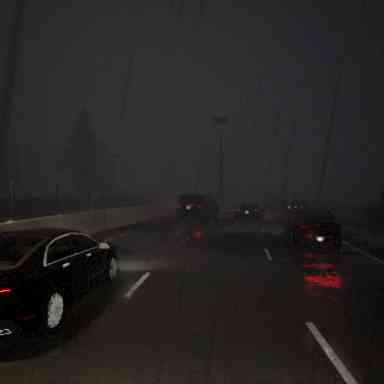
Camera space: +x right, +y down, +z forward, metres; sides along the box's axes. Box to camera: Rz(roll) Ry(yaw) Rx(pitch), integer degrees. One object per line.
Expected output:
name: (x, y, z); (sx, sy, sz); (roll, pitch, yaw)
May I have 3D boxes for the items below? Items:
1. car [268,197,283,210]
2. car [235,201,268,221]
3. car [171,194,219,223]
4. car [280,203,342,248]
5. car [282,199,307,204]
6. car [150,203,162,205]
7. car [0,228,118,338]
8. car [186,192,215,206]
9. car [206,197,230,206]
car: (10.409, 1.391, 40.605); (2.128, 1.511, 4.902); (1, 1, 28)
car: (4.754, 1.496, 27.044); (1.994, 1.385, 4.181); (0, 0, 17)
car: (0.519, 1.153, 25.351); (2.150, 2.045, 5.566); (0, 0, 16)
car: (5.199, 1.471, 14.735); (1.837, 1.490, 4.892); (0, 0, 10)
car: (10.592, 1.472, 32.969); (2.033, 1.411, 5.357); (0, 0, 23)
car: (-4.447, 1.208, 50.367); (2.097, 1.767, 4.553); (0, 0, 29)
car: (-2.942, 1.482, 6.691); (1.837, 1.490, 4.892); (0, 0, 5)
car: (1.430, 1.080, 53.630); (2.150, 2.045, 5.566); (0, 0, 32)
car: (3.968, 1.431, 51.058); (1.994, 1.385, 4.181); (0, 0, 31)
